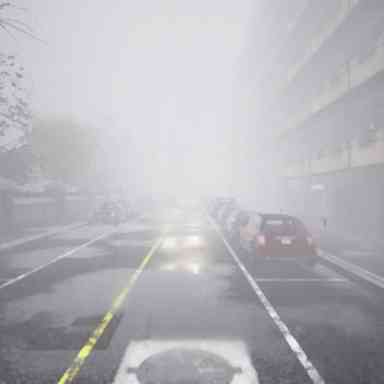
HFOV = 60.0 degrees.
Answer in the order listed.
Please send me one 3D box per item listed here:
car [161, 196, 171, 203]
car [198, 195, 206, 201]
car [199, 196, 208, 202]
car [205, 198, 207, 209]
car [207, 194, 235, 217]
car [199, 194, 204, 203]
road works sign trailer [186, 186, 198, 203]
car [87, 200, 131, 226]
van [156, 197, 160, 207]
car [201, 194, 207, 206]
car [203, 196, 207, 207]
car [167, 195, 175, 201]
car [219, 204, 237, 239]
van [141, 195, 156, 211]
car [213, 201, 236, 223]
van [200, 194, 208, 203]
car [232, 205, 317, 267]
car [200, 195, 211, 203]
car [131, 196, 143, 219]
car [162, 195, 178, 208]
[{"bbox_3d":[-5.699,1.559,73.179,1.752,1.417,4.829,0,0,0],"label":"car"},{"bbox_3d":[2.679,1.602,90.242,1.887,1.381,4.507,0,0,0],"label":"car"},{"bbox_3d":[2.680,1.608,78.980,1.947,1.339,4.313,0,0,0],"label":"car"},{"bbox_3d":[2.687,1.546,33.939,2.008,1.369,4.403,0,0,0],"label":"car"},{"bbox_3d":[2.690,1.309,28.308,2.192,1.841,5.009,0,0,0],"label":"car"},{"bbox_3d":[2.684,1.327,56.459,2.192,1.841,5.009,0,0,0],"label":"car"},{"bbox_3d":[-0.009,0.490,67.170,2.380,3.560,2.880,0,0,0],"label":"road works sign trailer"},{"bbox_3d":[-5.690,1.433,22.678,1.967,1.590,4.097,0,0,0],"label":"car"},{"bbox_3d":[-5.694,1.341,45.197,1.690,1.788,3.998,0,0,0],"label":"van"},{"bbox_3d":[2.686,1.441,45.198,1.967,1.590,4.097,0,0,0],"label":"car"},{"bbox_3d":[2.686,1.542,39.569,1.887,1.381,4.507,0,0,0],"label":"car"},{"bbox_3d":[-5.702,1.623,90.241,1.947,1.339,4.313,0,0,0],"label":"car"},{"bbox_3d":[2.690,1.545,17.048,2.008,1.369,4.403,0,0,0],"label":"car"},{"bbox_3d":[-5.694,1.338,39.568,1.690,1.788,3.998,0,0,0],"label":"van"},{"bbox_3d":[2.690,1.539,22.678,1.887,1.381,4.507,0,0,0],"label":"car"},{"bbox_3d":[2.682,1.375,73.350,1.690,1.788,3.998,0,0,0],"label":"van"},{"bbox_3d":[2.692,1.436,11.418,1.967,1.590,4.097,0,0,0],"label":"car"},{"bbox_3d":[2.682,1.467,67.719,1.967,1.590,4.097,0,0,0],"label":"car"},{"bbox_3d":[-5.691,1.433,28.307,1.967,1.590,4.097,0,0,0],"label":"car"},{"bbox_3d":[-3.083,1.481,49.530,1.882,1.535,5.008,0,0,0],"label":"car"}]
